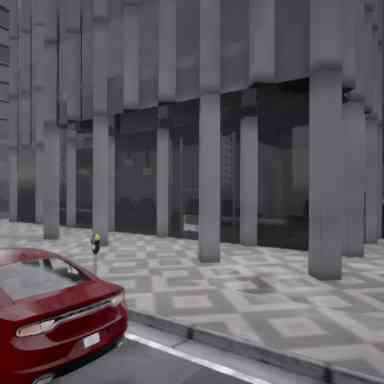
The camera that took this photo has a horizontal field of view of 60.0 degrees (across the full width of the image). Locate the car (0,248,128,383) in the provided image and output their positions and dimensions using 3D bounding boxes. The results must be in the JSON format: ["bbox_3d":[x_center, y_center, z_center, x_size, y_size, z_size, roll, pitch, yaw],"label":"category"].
[{"bbox_3d":[-2.951,1.542,5.065,4.507,1.381,1.887,0,0,36],"label":"car"}]
